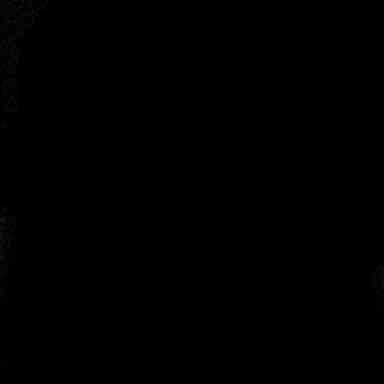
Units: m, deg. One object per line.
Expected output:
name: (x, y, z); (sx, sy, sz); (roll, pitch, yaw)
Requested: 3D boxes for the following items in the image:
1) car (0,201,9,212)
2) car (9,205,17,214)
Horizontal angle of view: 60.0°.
car: (-19.347, 1.183, 29.117); (2.192, 1.841, 5.009); (0, -1, 36)
car: (-16.206, 1.527, 33.508); (1.802, 1.307, 4.206); (0, -1, 36)
